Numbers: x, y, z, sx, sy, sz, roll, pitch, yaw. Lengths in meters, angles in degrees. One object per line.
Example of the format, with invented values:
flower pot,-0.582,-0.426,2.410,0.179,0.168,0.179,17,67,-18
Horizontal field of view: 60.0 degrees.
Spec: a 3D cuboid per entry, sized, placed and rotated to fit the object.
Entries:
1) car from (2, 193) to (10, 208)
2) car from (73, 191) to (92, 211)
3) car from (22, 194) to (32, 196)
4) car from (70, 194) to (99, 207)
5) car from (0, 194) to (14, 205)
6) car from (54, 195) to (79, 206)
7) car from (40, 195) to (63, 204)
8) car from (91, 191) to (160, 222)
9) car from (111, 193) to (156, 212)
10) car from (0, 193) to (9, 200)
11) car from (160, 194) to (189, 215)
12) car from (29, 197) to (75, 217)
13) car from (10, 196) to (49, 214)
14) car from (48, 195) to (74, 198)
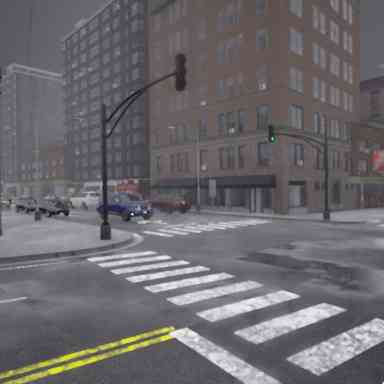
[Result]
car,-23.735,1.244,40.951,1.752,1.417,4.829,0,1,-44
car,-11.799,0.938,37.185,2.150,2.045,5.566,-1,1,-44
car,-29.238,1.035,58.879,1.802,1.307,4.206,0,1,-44
car,-13.906,1.073,43.058,1.967,1.590,4.097,0,1,-44
car,-28.534,1.111,49.992,1.837,1.490,4.892,-1,1,-44
car,-17.739,1.171,47.014,1.802,1.307,4.206,0,1,-44
car,-21.572,1.127,50.969,1.802,1.307,4.206,0,1,-44
car,-5.306,1.082,25.881,2.150,2.045,5.566,-1,1,-44
car,-6.239,1.033,35.147,2.192,1.841,5.009,0,1,-44
car,-40.737,0.878,70.743,1.947,1.339,4.313,0,1,-44
car,-2.406,1.075,31.192,2.192,1.841,5.009,0,1,-44
car,-12.356,1.412,29.212,1.947,1.339,4.313,0,1,-44
car,-16.189,1.370,33.166,1.947,1.339,4.313,0,1,-44
car,-14.880,1.356,35.770,1.895,1.301,4.718,-1,1,-44
